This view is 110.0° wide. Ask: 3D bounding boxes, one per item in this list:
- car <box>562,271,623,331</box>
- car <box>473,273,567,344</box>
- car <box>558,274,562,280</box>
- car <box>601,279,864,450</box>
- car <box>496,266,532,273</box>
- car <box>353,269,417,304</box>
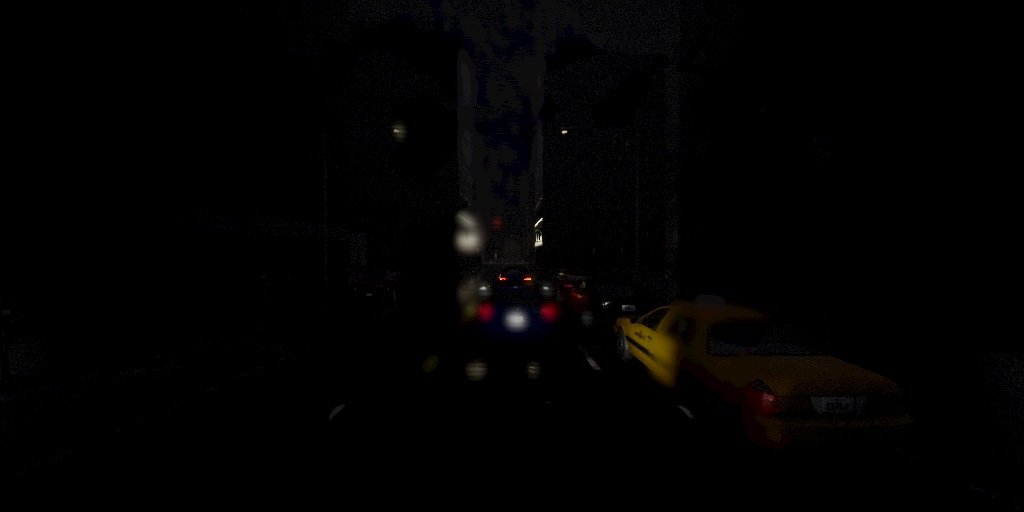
[{"bbox_3d":[2.879,1.313,10.878,1.948,1.339,4.313,0,0,0],"label":"car"},{"bbox_3d":[0.104,1.312,9.563,1.994,1.385,4.181,0,0,0],"label":"car"},{"bbox_3d":[2.882,1.327,16.464,1.802,1.307,4.207,0,0,0],"label":"car"},{"bbox_3d":[2.876,1.274,5.462,1.751,1.417,4.829,0,0,0],"label":"car"},{"bbox_3d":[0.111,1.270,19.578,1.812,1.442,4.674,0,0,-2],"label":"car"},{"bbox_3d":[-5.663,1.290,16.466,1.888,1.381,4.507,0,0,0],"label":"car"}]
